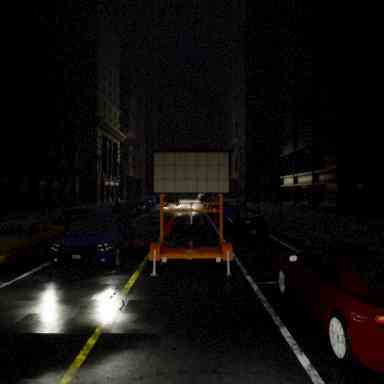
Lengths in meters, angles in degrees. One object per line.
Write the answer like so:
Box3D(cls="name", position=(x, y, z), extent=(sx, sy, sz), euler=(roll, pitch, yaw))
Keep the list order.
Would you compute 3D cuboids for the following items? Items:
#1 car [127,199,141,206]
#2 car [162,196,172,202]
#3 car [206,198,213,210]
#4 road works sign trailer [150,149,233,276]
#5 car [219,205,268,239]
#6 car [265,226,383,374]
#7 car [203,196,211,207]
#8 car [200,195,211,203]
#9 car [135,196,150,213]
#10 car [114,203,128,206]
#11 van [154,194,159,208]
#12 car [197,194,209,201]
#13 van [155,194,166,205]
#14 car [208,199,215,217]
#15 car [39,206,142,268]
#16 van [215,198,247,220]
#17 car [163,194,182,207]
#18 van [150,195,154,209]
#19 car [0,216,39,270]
Box3D(cls="car", position=(-5.819, 1.570, 28.191), extent=(1.947, 1.339, 4.313), euler=(0, 0, 0))
Box3D(cls="car", position=(-5.923, 1.601, 78.920), extent=(1.887, 1.381, 4.507), euler=(0, 0, 0))
Box3D(cls="car", position=(2.694, 1.589, 33.861), extent=(1.802, 1.307, 4.206), euler=(0, 0, 0))
Box3D(cls="road works sign trailer", position=(-0.018, 0.463, 10.331), extent=(2.380, 3.560, 2.880), euler=(0, 0, 0))
Box3D(cls="car", position=(2.729, 1.551, 16.952), extent=(2.008, 1.369, 4.403), euler=(0, 0, 0))
Box3D(cls="car", position=(2.753, 1.544, 5.680), extent=(1.887, 1.381, 4.507), euler=(0, 0, 0))
Box3D(cls="car", position=(2.683, 1.562, 39.497), extent=(2.008, 1.369, 4.403), euler=(0, 0, 0))
Box3D(cls="car", position=(2.660, 1.566, 50.769), extent=(1.887, 1.381, 4.507), euler=(0, 0, 0))
Box3D(cls="car", position=(-5.831, 1.447, 33.828), extent=(1.967, 1.590, 4.097), euler=(0, 0, 0))
Box3D(cls="car", position=(-5.807, 1.583, 22.554), extent=(1.802, 1.307, 4.206), euler=(0, 0, 0))
Box3D(cls="van", position=(-5.854, 1.357, 45.100), extent=(1.690, 1.788, 3.998), euler=(0, 0, 0))
Box3D(cls="car", position=(2.636, 1.348, 62.042), extent=(2.192, 1.841, 5.009), euler=(0, 0, 0))
Box3D(cls="van", position=(-5.889, 1.374, 62.009), extent=(1.690, 1.788, 3.998), euler=(0, 0, 0))
Box3D(cls="car", position=(2.706, 1.555, 28.225), extent=(2.008, 1.369, 4.403), euler=(0, 0, 0))
Box3D(cls="car", position=(-3.121, 1.477, 11.470), extent=(1.882, 1.535, 5.008), euler=(0, 0, 0))
Box3D(cls="van", position=(2.717, 1.343, 22.588), extent=(1.690, 1.788, 3.998), euler=(0, 0, 0))
Box3D(cls="car", position=(-3.197, 1.242, 52.278), extent=(2.150, 2.045, 5.566), euler=(0, 0, 0))
Box3D(cls="van", position=(-5.843, 1.352, 39.464), extent=(1.690, 1.788, 3.998), euler=(0, 0, 0))
Box3D(cls="car", position=(-5.784, 1.524, 11.111), extent=(1.752, 1.417, 4.829), euler=(0, 0, 0))
